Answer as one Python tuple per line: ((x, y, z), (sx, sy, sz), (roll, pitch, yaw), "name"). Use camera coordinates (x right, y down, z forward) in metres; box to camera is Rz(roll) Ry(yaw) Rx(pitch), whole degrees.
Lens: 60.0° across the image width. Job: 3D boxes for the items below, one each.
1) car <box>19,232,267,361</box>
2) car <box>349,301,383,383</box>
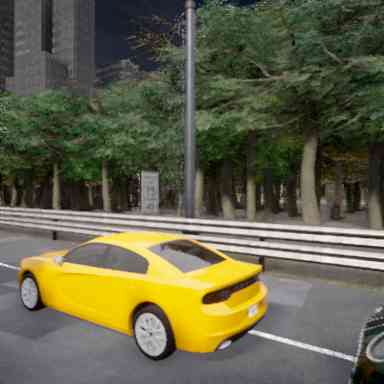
((-1.180, 1.463, 6.002), (5.008, 1.535, 1.882), (0, 0, 36), "car")
((3.727, 1.358, 2.498), (4.553, 1.767, 2.097), (0, 0, 36), "car")
